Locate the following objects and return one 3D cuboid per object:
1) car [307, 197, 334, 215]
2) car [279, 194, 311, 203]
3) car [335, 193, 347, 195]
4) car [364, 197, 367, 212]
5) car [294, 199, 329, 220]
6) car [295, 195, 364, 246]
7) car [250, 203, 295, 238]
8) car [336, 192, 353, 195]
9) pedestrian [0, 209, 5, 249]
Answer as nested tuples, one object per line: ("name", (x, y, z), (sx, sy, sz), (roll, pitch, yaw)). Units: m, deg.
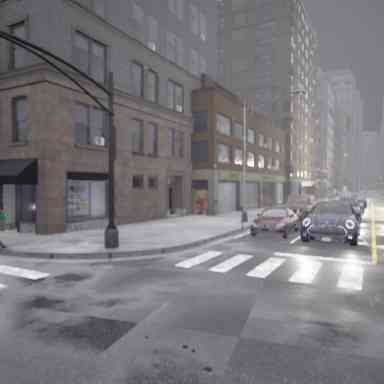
("car", (12.040, 1.229, 30.896), (1.752, 1.417, 4.829), (0, 0, 28))
("car", (6.831, 1.091, 21.253), (2.192, 1.841, 5.009), (0, 0, 28))
("car", (17.410, 1.184, 40.838), (2.008, 1.369, 4.403), (0, 0, 28))
("car", (10.515, 1.276, 22.632), (2.128, 1.511, 4.902), (1, 1, 28))
("car", (9.476, 1.284, 26.150), (1.887, 1.381, 4.507), (0, 0, 28))
("car", (6.171, 1.198, 14.599), (2.097, 1.767, 4.553), (1, 1, 28))
("car", (4.187, 1.396, 16.358), (1.802, 1.307, 4.206), (0, 0, 28))
("car", (22.699, 0.882, 50.630), (2.192, 1.841, 5.009), (0, 0, 28))
("pedestrian", (-6.549, 1.126, 10.916), (0.375, 1.860, 0.375), (1, 2, 28))
